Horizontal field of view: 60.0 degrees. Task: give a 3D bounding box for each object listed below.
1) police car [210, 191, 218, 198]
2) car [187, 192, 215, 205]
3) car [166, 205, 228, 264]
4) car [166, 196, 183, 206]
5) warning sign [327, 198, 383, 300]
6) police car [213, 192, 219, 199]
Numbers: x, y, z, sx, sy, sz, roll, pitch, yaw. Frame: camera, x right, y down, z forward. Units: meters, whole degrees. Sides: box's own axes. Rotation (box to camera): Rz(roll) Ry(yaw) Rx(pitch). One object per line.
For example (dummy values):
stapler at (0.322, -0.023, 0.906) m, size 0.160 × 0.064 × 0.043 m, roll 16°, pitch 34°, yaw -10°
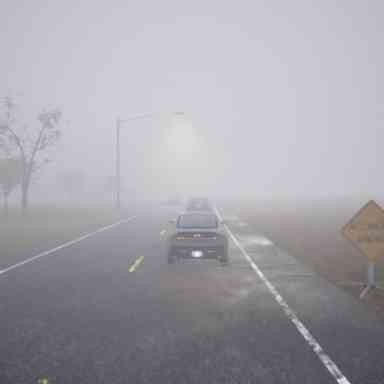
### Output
police car at (6.191, 0.699, 91.338) m, size 1.930 × 1.638 × 5.238 m, roll 0°, pitch 0°, yaw 6°
car at (0.625, 1.135, 28.357) m, size 2.097 × 1.767 × 4.553 m, roll 0°, pitch 0°, yaw 2°
car at (0.189, 1.417, 11.503) m, size 1.837 × 1.490 × 4.892 m, roll 0°, pitch 1°, yaw 1°
car at (-2.266, 1.212, 45.527) m, size 1.994 × 1.385 × 4.181 m, roll 0°, pitch 0°, yaw 3°
warning sign at (3.582, 1.065, 6.682) m, size 1.300 × 1.860 × 1.060 m, roll 0°, pitch 0°, yaw 1°
police car at (5.145, 0.782, 81.427) m, size 1.930 × 1.638 × 5.238 m, roll 0°, pitch 0°, yaw 6°
